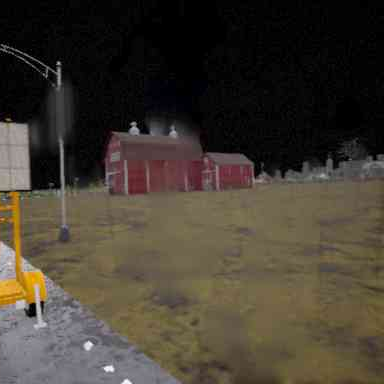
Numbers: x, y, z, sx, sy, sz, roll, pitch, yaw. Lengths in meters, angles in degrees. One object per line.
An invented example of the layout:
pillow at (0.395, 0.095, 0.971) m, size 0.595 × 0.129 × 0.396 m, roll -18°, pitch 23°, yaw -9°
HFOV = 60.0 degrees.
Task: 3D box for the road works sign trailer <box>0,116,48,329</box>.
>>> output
road works sign trailer at (-4.118, 0.428, 5.816) m, size 2.380 × 3.560 × 2.880 m, roll -2°, pitch 2°, yaw -38°
